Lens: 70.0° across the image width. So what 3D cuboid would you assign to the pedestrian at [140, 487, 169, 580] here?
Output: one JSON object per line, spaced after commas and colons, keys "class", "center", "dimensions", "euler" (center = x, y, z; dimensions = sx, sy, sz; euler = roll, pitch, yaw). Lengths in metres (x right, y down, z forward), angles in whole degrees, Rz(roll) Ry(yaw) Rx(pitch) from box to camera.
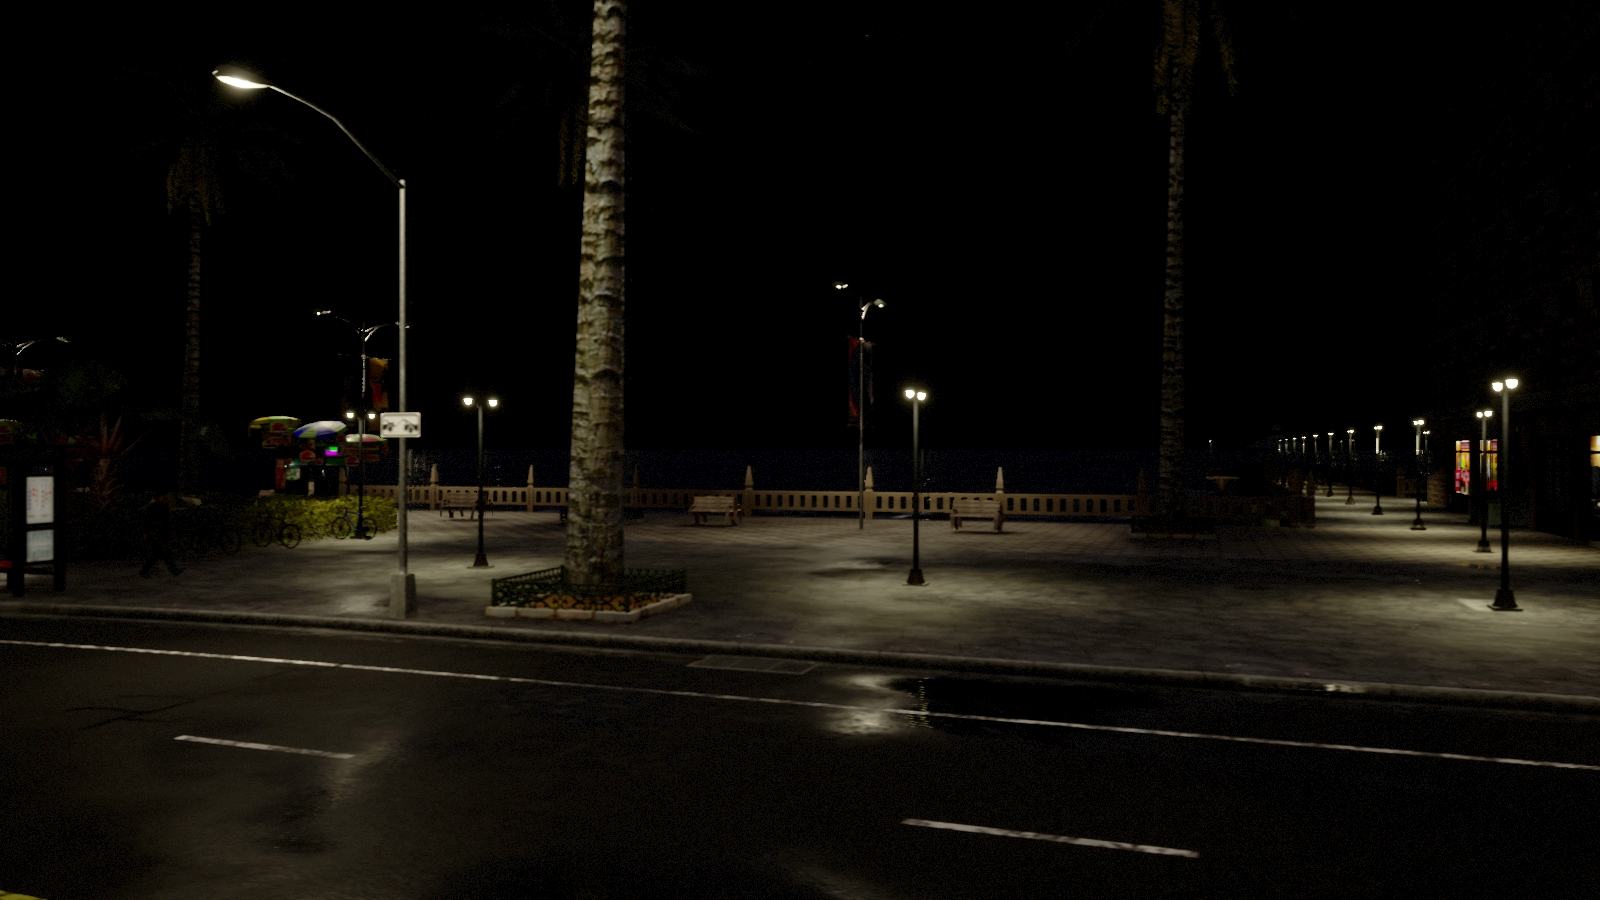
{"class": "pedestrian", "center": [-13.155, 1.698, 23.287], "dimensions": [0.375, 1.860, 0.375], "euler": [0, 0, 13]}
